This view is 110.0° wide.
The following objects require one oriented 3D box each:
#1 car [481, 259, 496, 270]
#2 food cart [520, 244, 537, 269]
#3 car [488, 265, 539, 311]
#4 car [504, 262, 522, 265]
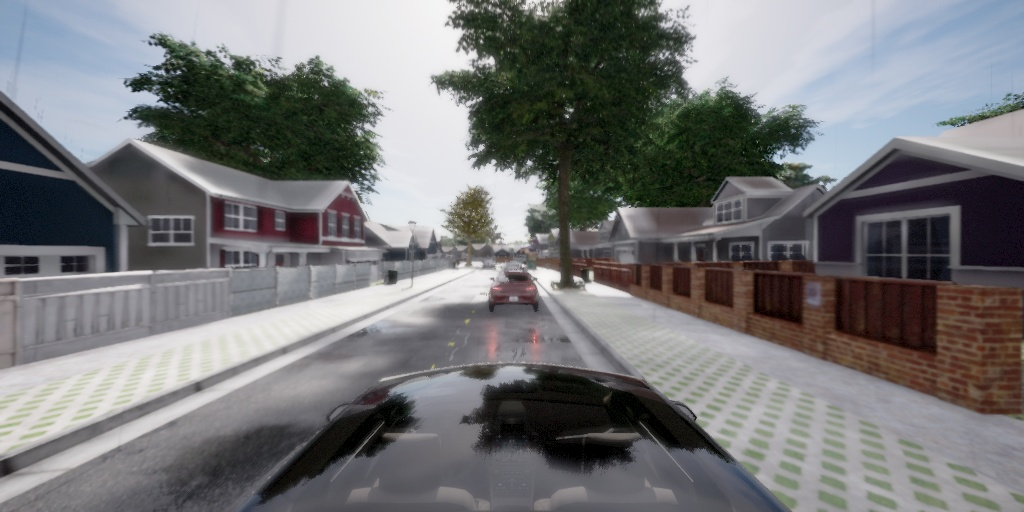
[{"bbox_3d":[-3.272,1.223,51.241,1.812,1.442,4.674,0,0,-3],"label":"car"},{"bbox_3d":[2.662,0.160,50.624,2.280,3.560,4.660,0,0,-3],"label":"food cart"},{"bbox_3d":[0.072,1.264,14.325,1.812,1.442,4.674,0,0,0],"label":"car"},{"bbox_3d":[0.076,1.227,28.818,1.837,1.490,4.892,0,1,0],"label":"car"}]
